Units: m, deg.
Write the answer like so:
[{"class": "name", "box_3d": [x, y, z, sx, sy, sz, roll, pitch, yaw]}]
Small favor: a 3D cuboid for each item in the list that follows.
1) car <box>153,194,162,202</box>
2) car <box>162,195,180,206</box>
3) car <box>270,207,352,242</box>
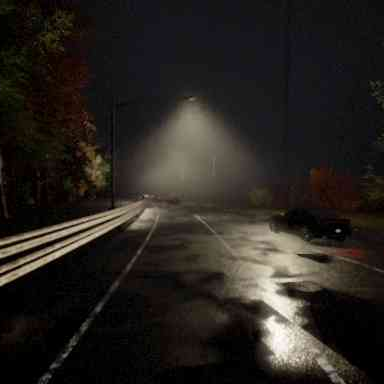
[{"class": "car", "box_3d": [-7.344, 1.194, 72.510, 2.097, 1.767, 4.553, 0, 0, -13]}, {"class": "car", "box_3d": [-3.180, 1.414, 54.583, 2.128, 1.511, 4.902, 0, 0, -13]}, {"class": "car", "box_3d": [5.672, 1.497, 16.563, 1.882, 1.535, 5.008, 2, 0, -13]}]
